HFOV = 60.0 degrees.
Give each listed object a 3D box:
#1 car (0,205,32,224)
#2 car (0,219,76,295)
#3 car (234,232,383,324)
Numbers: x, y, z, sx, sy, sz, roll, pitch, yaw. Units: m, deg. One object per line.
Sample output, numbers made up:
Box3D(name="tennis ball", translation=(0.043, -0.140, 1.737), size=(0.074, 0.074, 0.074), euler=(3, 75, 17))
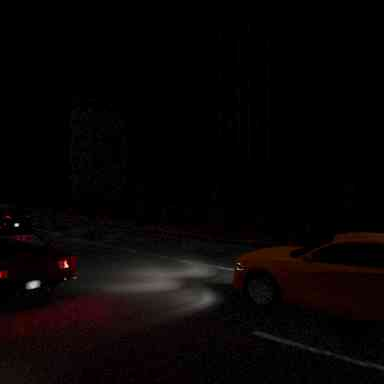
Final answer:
Box3D(name="car", translation=(-10.937, 1.509, 19.598), size=(1.837, 1.490, 4.892), euler=(0, 0, -40))
Box3D(name="car", translation=(-4.899, 1.600, 8.260), size=(4.718, 1.301, 1.895), euler=(0, 0, 42))
Box3D(name="car", translation=(3.167, 1.496, 6.184), size=(5.008, 1.535, 1.882), euler=(0, 0, 37))
